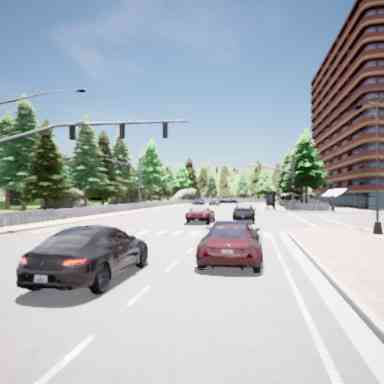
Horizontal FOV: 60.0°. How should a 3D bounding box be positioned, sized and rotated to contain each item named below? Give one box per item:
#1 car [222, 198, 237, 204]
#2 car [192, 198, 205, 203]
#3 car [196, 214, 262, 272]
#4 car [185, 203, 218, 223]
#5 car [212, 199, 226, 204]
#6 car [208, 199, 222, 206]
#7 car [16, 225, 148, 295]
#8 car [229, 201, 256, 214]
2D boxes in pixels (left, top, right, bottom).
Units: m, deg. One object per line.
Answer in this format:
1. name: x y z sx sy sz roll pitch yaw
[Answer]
1. car: 9.793 2.324 84.185 1.994 1.385 4.181 0 -1 29
2. car: 1.407 2.009 71.245 2.097 1.767 4.553 0 -1 10
3. car: 1.363 1.670 11.360 1.994 1.385 4.181 0 0 11
4. car: 0.774 1.877 27.788 1.895 1.301 4.718 0 -1 10
5. car: 6.975 2.386 86.285 1.895 1.301 4.718 0 -1 29
6. car: 4.552 2.228 68.998 1.895 1.301 4.718 0 -1 10
7. car: -2.635 1.610 8.980 1.812 1.442 4.674 0 -1 11
8. car: 4.514 1.793 28.791 2.128 1.511 4.902 0 0 10
